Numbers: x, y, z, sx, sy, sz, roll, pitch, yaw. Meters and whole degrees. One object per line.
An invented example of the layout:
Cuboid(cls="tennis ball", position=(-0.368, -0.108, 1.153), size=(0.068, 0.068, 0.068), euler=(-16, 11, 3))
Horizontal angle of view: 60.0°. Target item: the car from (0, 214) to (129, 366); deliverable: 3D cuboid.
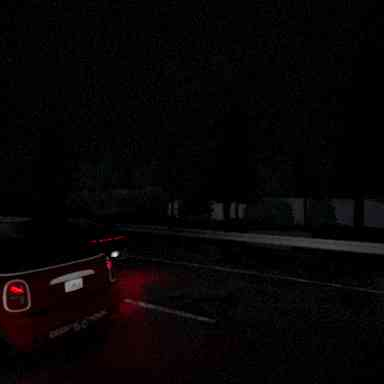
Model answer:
Cuboid(cls="car", position=(-3.469, 1.310, 5.767), size=(4.553, 1.767, 2.097), euler=(0, 0, 31))

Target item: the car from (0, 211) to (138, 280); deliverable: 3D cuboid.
Cuboid(cls="car", position=(-4.198, 1.436, 10.230), size=(4.892, 1.490, 1.837), euler=(0, 0, 29))
